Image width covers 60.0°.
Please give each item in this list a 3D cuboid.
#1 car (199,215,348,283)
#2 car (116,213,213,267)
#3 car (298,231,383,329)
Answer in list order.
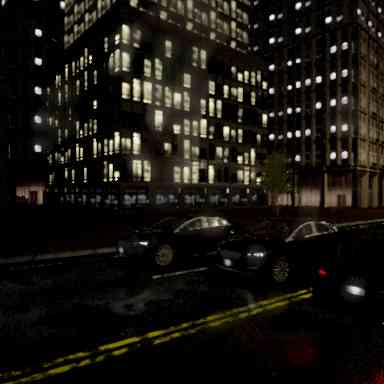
[{"bbox_3d":[2.864,1.534,9.912,4.902,1.511,2.128,0,0,-37],"label":"car"},{"bbox_3d":[-0.200,1.529,11.675,4.902,1.511,2.128,0,0,-37],"label":"car"},{"bbox_3d":[4.298,1.601,6.673,4.181,1.385,1.994,0,0,-37],"label":"car"}]
